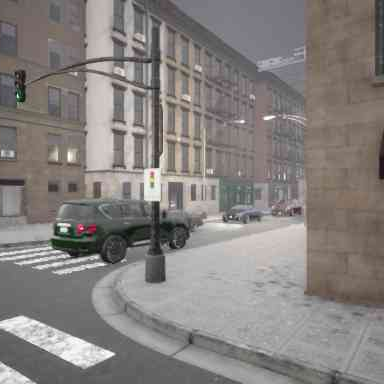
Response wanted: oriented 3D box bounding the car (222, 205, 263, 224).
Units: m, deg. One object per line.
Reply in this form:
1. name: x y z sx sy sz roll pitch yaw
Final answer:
1. car: 4.064 1.696 26.503 1.994 1.385 4.181 0 0 36

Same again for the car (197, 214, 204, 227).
1. car: -1.388 1.630 18.861 2.033 1.411 5.357 0 0 35

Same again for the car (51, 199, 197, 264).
1. car: -2.376 1.272 12.388 2.150 2.045 5.566 0 0 35

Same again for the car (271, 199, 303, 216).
1. car: 9.979 1.539 34.789 2.097 1.767 4.553 0 0 35
